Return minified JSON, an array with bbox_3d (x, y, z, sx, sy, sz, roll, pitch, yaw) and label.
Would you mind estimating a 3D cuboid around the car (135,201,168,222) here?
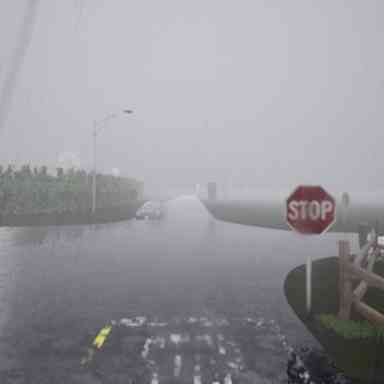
[{"bbox_3d":[-2.947,1.427,25.323,1.812,1.442,4.674,0,2,5],"label":"car"}]
